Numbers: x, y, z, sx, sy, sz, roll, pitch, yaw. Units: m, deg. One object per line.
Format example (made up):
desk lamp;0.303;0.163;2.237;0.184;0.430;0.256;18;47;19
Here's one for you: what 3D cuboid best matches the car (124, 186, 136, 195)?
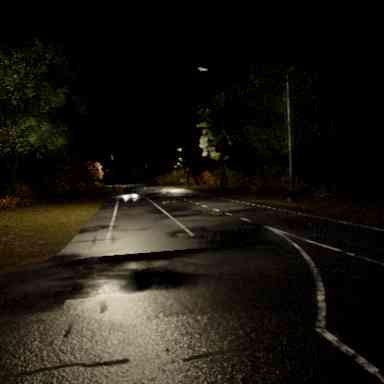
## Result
car;-10.368;-0.334;55.303;1.895;1.301;4.718;-3;3;-9
